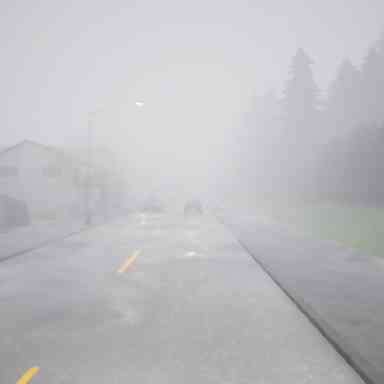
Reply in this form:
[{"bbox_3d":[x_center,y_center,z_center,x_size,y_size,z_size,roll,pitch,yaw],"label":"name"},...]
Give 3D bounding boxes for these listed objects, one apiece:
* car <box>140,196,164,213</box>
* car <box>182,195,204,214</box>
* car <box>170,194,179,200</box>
[{"bbox_3d":[-4.071,1.241,34.483,2.097,1.767,4.553,0,0,0],"label":"car"},{"bbox_3d":[0.098,1.396,33.662,1.837,1.490,4.892,0,0,0],"label":"car"},{"bbox_3d":[-3.979,1.157,75.982,1.895,1.301,4.718,0,0,0],"label":"car"}]
